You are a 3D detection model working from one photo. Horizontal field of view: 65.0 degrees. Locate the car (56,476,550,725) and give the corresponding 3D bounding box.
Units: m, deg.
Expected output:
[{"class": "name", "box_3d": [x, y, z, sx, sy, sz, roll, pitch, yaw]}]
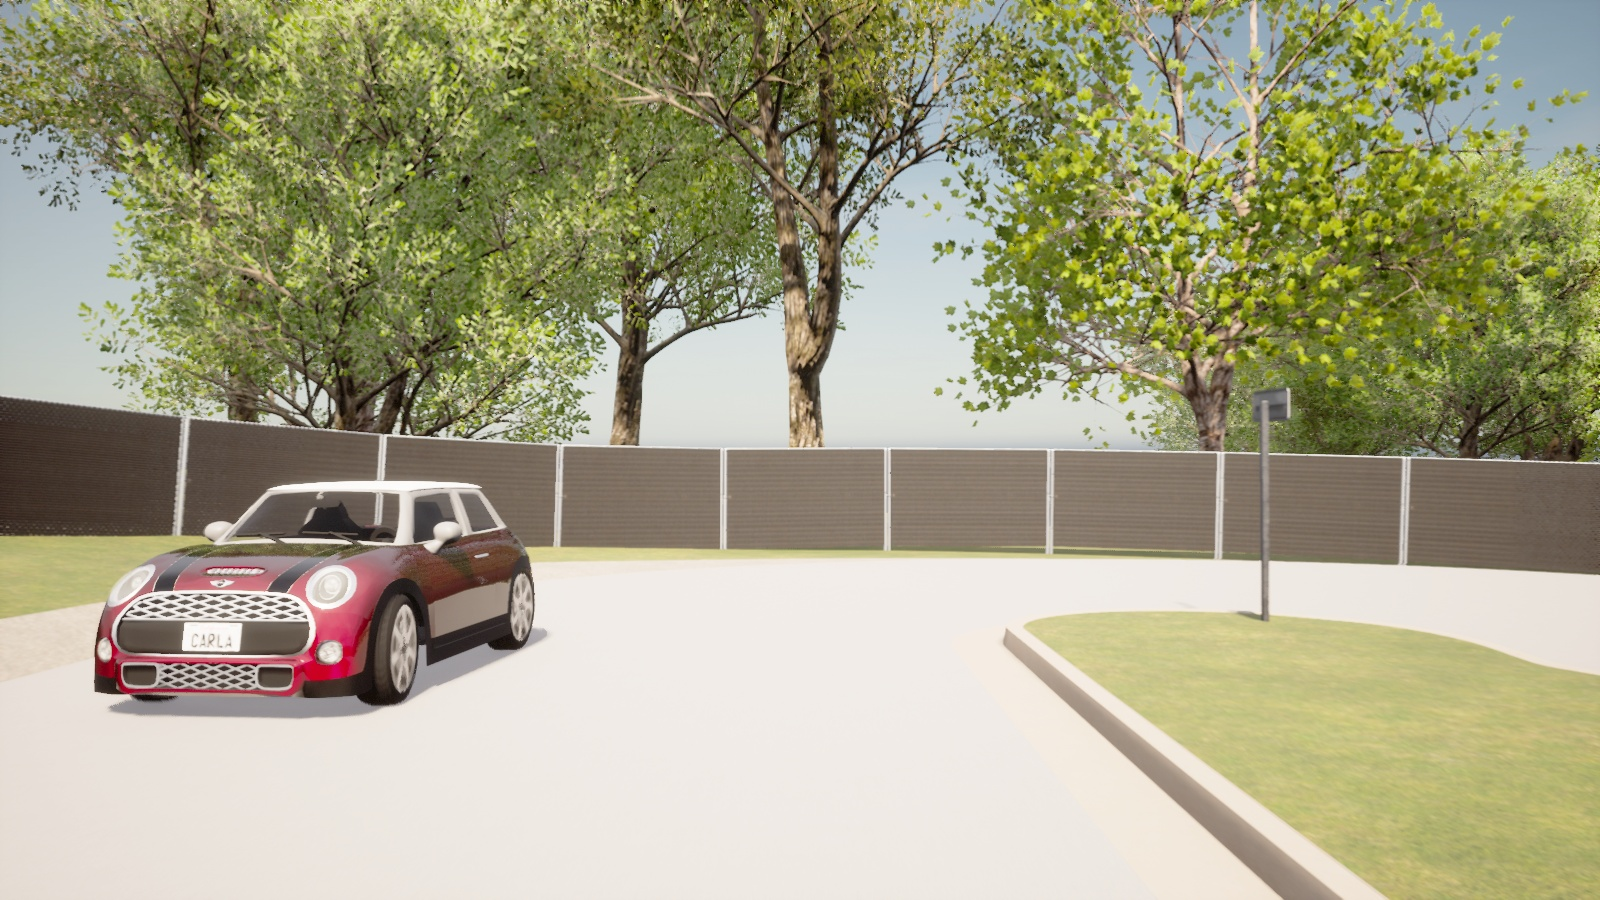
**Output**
[{"class": "car", "box_3d": [-3.452, 0.966, 9.613, 1.970, 1.475, 3.806, -1, -1, 6]}]
